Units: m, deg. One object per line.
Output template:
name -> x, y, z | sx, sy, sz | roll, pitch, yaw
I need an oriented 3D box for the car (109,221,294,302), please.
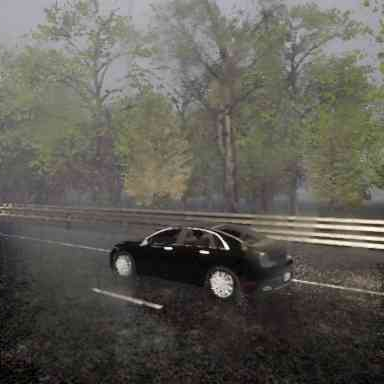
car -> -0.002, 1.499, 8.291 | 4.892, 1.490, 1.837 | 0, 0, 36
